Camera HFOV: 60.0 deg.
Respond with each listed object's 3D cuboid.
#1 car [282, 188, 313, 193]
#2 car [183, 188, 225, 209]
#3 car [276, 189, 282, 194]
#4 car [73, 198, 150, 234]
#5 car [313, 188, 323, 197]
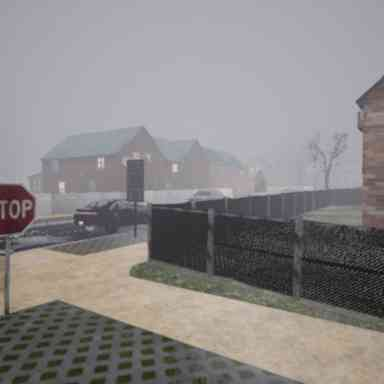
[{"bbox_3d":[13.219,0.364,41.472,1.837,1.490,4.892,1,2,34],"label":"car"},{"bbox_3d":[1.126,0.598,28.432,2.097,1.767,4.553,1,2,34],"label":"car"},{"bbox_3d":[13.238,0.232,46.584,2.128,1.511,4.902,1,1,34],"label":"car"},{"bbox_3d":[-3.457,1.066,16.348,2.128,1.511,4.902,1,2,33],"label":"car"},{"bbox_3d":[18.724,0.112,49.878,1.882,1.535,5.008,1,2,33],"label":"car"}]
